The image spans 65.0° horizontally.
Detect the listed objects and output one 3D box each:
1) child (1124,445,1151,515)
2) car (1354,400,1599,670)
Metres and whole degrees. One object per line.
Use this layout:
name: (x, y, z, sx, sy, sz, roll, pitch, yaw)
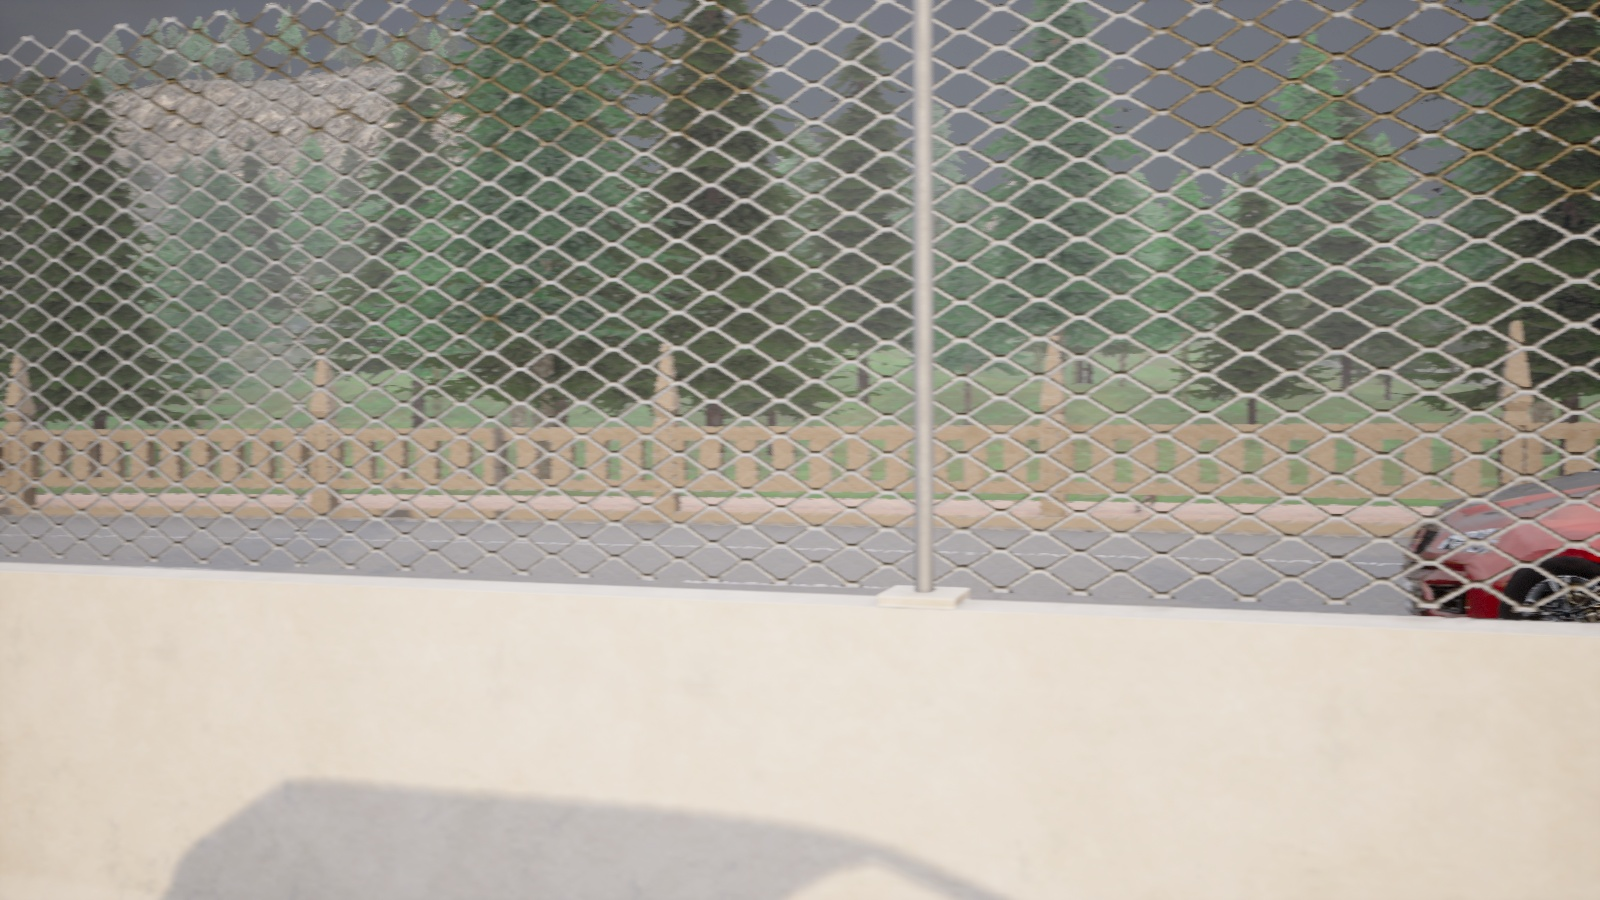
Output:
child: (5.402, 0.481, 20.112, 0.394, 1.110, 0.255, 1, 1, 20)
car: (6.322, 0.519, 8.419, 4.611, 1.667, 2.242, 1, 1, 20)
